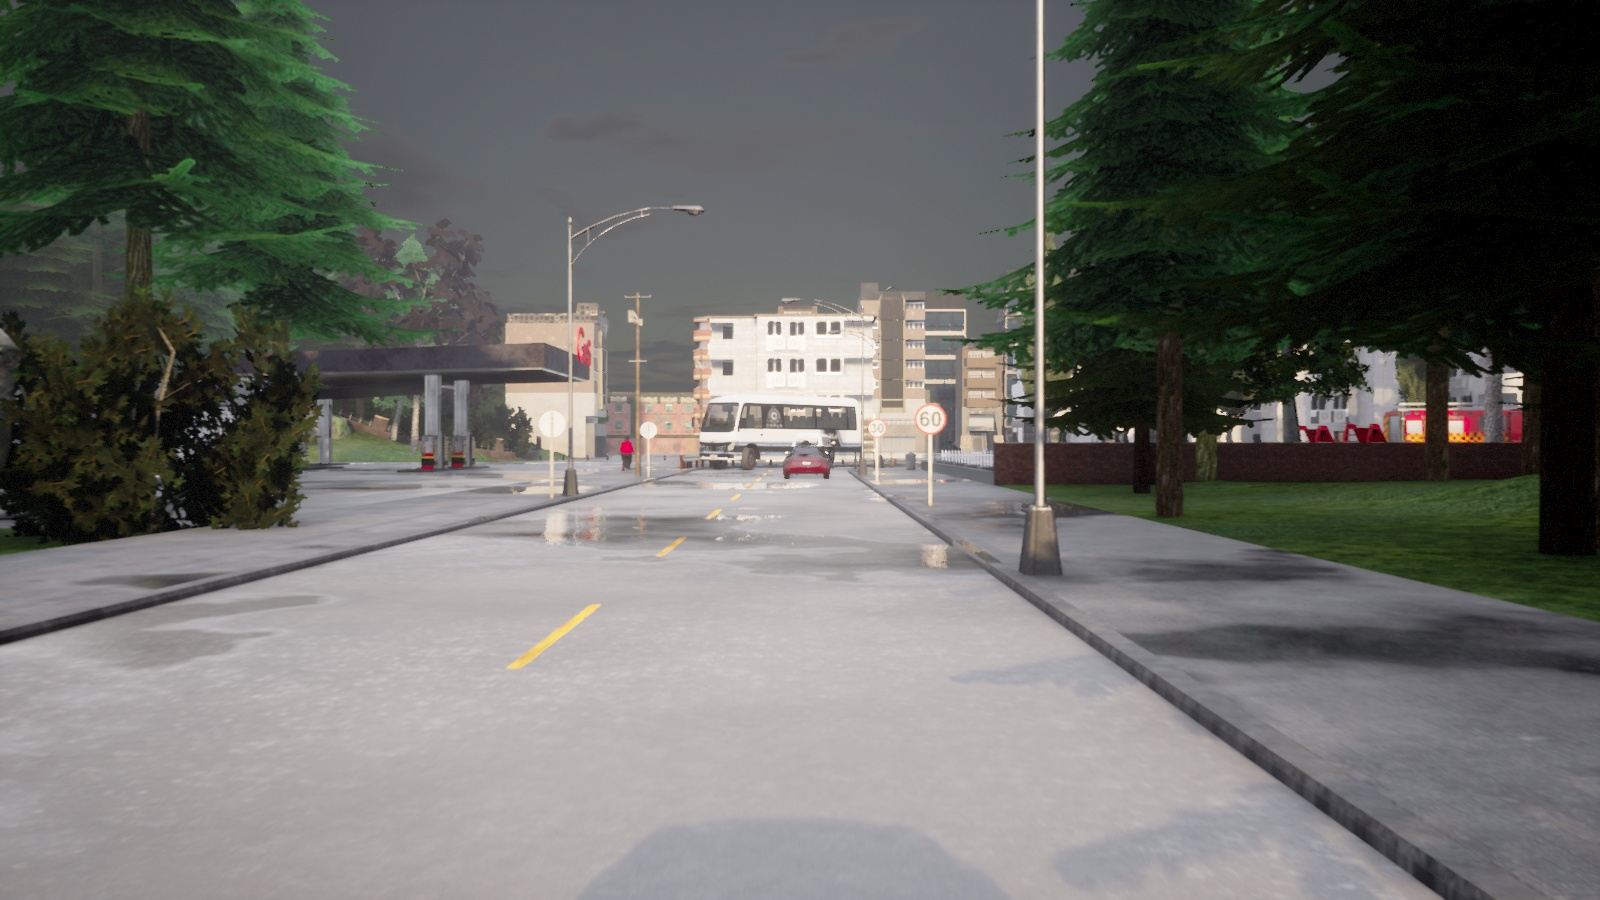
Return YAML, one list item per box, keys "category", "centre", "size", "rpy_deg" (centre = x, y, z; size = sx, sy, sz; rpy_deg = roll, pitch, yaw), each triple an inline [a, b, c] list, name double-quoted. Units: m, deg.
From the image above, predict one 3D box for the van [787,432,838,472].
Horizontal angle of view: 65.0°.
- category: "van"
  centre: [0.701, 0.095, 66.799]
  size: [2.069, 2.038, 4.480]
  rpy_deg: [-1, 0, 9]

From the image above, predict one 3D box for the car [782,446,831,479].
- category: "car"
  centre: [0.279, 0.507, 53.789]
  size: [1.994, 1.385, 4.181]
  rpy_deg: [0, 0, 0]

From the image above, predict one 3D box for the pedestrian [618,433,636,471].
- category: "pedestrian"
  centre: [-8.530, 0.101, 61.884]
  size: [0.634, 1.844, 0.899]
  rpy_deg: [0, 0, 8]

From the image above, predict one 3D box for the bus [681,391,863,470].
- category: "bus"
  centre: [-1.457, -1.045, 71.967]
  size: [10.273, 4.253, 3.944]
  rpy_deg: [0, 1, -41]

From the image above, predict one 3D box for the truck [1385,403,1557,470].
- category: "truck"
  centre: [39.050, -0.800, 73.269]
  size: [8.468, 3.827, 2.891]
  rpy_deg: [0, 0, 0]
